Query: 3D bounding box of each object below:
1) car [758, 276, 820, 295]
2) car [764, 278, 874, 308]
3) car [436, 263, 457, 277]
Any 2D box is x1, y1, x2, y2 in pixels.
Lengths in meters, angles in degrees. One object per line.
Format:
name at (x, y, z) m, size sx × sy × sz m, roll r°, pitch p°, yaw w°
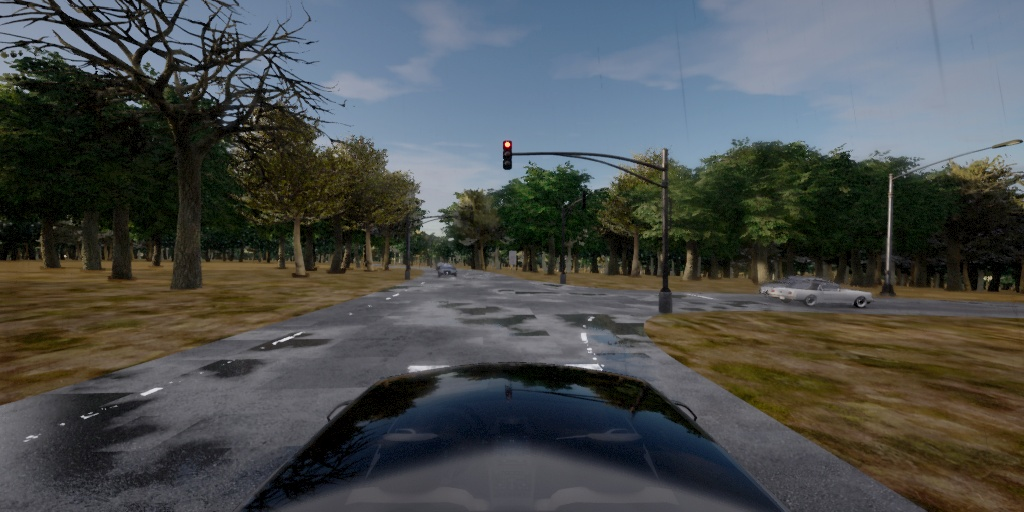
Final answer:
car at (19.191, 2.131, 24.003) m, size 4.902 × 1.511 × 2.128 m, roll 2°, pitch 0°, yaw -3°
car at (17.436, 2.149, 20.296) m, size 4.718 × 1.301 × 1.895 m, roll 2°, pitch 0°, yaw -3°
car at (-7.136, 1.619, 39.692) m, size 1.994 × 1.385 × 4.181 m, roll 0°, pitch -1°, yaw -10°
